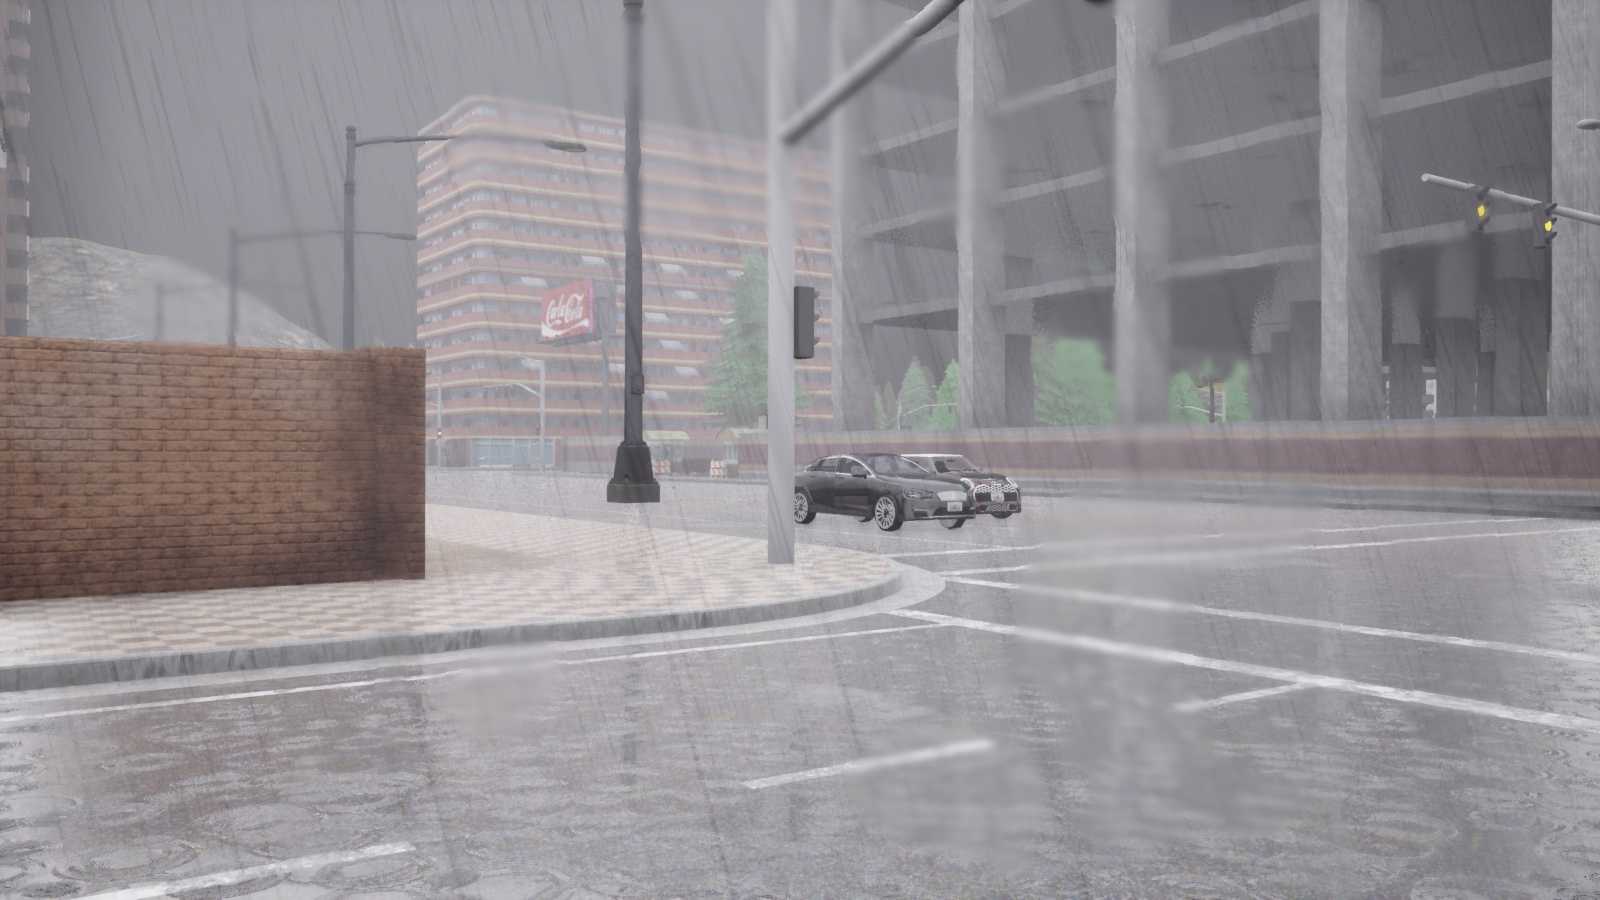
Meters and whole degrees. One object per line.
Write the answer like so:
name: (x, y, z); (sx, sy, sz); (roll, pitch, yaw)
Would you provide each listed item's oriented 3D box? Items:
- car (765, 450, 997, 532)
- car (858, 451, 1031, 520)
car: (1.523, 0.760, 25.587); (2.128, 1.511, 4.902); (0, 0, -34)
car: (3.293, 0.775, 29.197); (1.970, 1.475, 3.806); (0, 0, -34)
